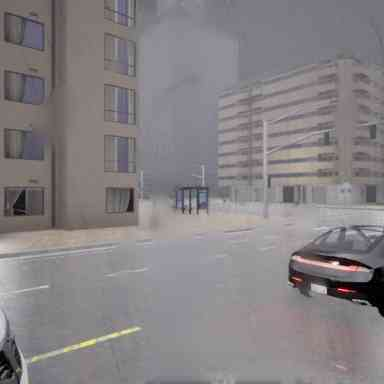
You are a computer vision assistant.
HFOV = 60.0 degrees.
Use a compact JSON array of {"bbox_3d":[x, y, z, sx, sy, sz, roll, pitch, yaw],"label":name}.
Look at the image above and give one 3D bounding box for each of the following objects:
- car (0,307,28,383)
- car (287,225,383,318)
[{"bbox_3d":[-3.755,1.221,1.367,5.566,2.045,2.150,0,0,-32],"label":"car"},{"bbox_3d":[4.120,1.492,7.380,4.902,1.511,2.128,0,0,-39],"label":"car"}]
